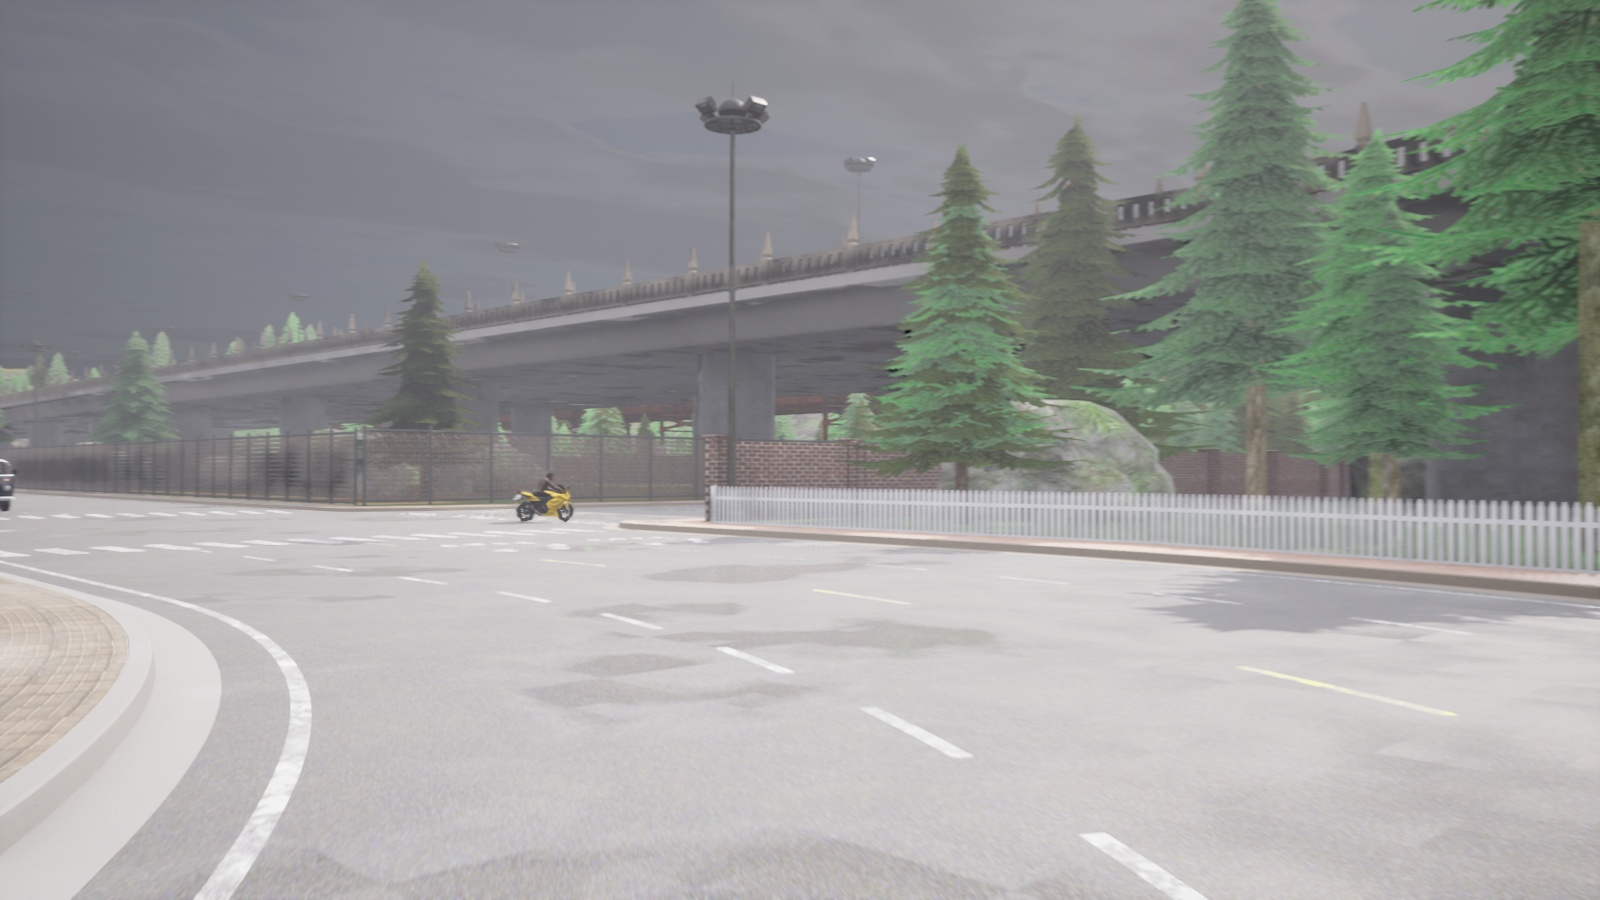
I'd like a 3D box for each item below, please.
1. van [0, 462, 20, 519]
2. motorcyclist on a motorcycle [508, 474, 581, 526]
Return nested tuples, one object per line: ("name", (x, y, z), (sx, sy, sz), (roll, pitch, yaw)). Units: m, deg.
("van", (-30.641, 1.495, 46.490), (2.069, 2.038, 4.480), (1, -1, -44))
("motorcyclist on a motorcycle", (-7.702, 1.494, 37.971), (2.044, 1.523, 0.797), (1, -2, -44))
